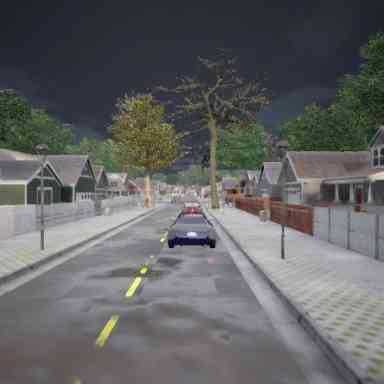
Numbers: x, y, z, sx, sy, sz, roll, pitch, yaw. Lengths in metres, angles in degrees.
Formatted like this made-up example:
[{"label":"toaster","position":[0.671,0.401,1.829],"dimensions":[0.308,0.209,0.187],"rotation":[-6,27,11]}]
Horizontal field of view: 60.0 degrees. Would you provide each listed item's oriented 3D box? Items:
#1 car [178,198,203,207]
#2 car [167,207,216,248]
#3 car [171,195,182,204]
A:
[{"label":"car","position":[0.001,1.541,29.651],"dimensions":[1.812,1.442,4.674],"rotation":[0,0,0]},{"label":"car","position":[0.000,1.573,14.651],"dimensions":[1.994,1.385,4.181],"rotation":[0,0,0]},{"label":"car","position":[-2.750,1.424,61.681],"dimensions":[2.097,1.767,4.553],"rotation":[0,0,0]}]
